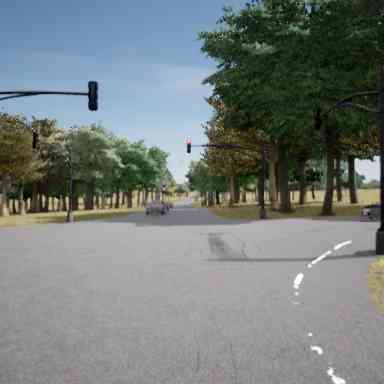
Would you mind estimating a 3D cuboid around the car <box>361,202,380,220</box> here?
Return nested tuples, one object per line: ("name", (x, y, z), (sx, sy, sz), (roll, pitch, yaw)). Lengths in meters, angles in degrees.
("car", (12.870, 0.937, 20.220), (4.902, 1.511, 2.128), (-2, -1, -4))

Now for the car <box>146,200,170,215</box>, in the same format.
("car", (-4.182, 1.763, 39.596), (2.097, 1.767, 4.553), (0, -1, 0))

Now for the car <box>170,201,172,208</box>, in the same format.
("car", (-4.387, 2.206, 50.398), (1.895, 1.301, 4.718), (0, -1, -1))
